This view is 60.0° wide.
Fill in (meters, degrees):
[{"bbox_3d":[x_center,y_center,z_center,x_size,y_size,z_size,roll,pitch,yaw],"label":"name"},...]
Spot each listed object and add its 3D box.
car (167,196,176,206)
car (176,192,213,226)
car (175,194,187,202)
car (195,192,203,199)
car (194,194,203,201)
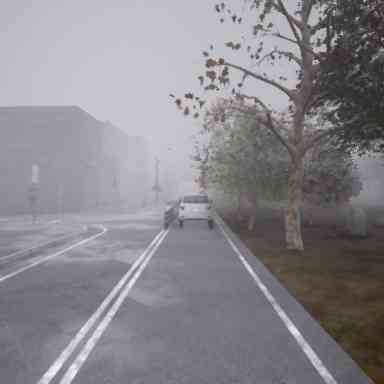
[{"bbox_3d":[-2.623,1.268,48.824,1.812,1.442,4.674,0,1,2],"label":"car"},{"bbox_3d":[0.273,1.139,23.068,2.150,2.045,5.566,0,0,1],"label":"car"},{"bbox_3d":[-2.078,1.154,64.622,2.033,1.411,5.357,0,1,2],"label":"car"},{"bbox_3d":[1.700,0.786,81.865,1.837,1.490,4.892,0,1,2],"label":"car"},{"bbox_3d":[1.410,1.128,71.896,1.895,1.301,4.718,0,1,2],"label":"car"}]
